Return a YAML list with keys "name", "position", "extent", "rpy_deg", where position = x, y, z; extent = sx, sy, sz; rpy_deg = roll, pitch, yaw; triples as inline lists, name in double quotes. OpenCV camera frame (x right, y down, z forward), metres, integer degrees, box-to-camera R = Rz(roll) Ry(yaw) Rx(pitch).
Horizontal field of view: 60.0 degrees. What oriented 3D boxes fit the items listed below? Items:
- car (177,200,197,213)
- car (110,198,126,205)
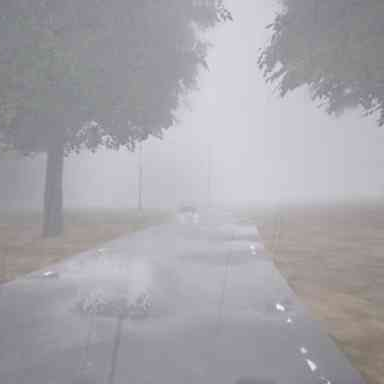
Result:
- name: "car"
  position: [-0.657, 1.730, 40.268]
  extent: [1.882, 1.535, 5.008]
  rpy_deg: [1, 0, -9]
- name: "car"
  position: [-17.389, 2.257, 77.936]
  extent: [4.553, 1.767, 2.097]
  rpy_deg: [-1, -3, 44]
